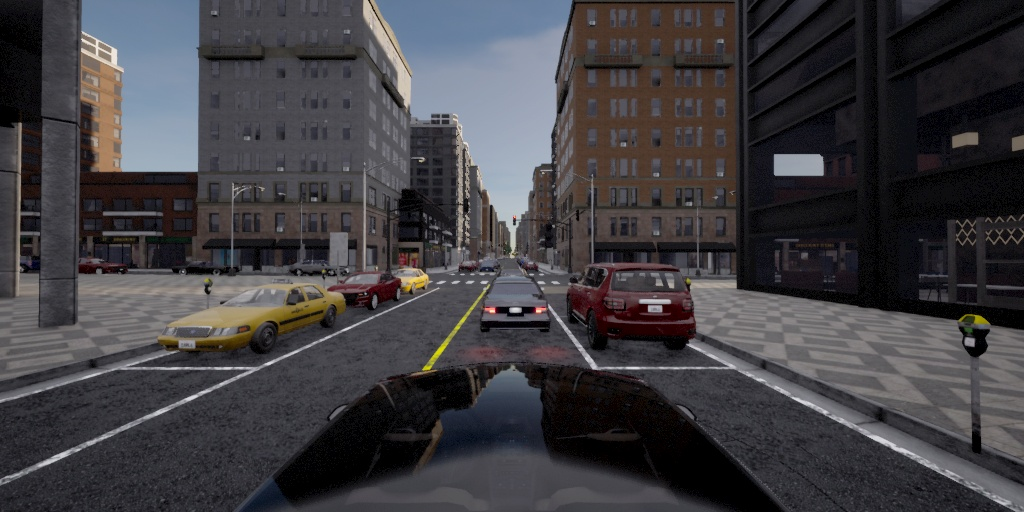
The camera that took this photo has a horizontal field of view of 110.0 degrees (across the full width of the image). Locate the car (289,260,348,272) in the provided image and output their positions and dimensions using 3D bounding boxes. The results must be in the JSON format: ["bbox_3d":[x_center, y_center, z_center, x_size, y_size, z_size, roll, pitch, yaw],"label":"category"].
[{"bbox_3d":[-16.843,1.092,31.449,4.902,1.511,2.128,1,-1,0],"label":"car"}]

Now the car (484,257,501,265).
[{"bbox_3d":[-3.234,1.328,56.613,1.994,1.385,4.181,0,0,0],"label":"car"}]

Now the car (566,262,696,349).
[{"bbox_3d":[2.649,1.066,9.064,2.192,1.841,5.009,0,0,0],"label":"car"}]

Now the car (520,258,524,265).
[{"bbox_3d":[2.526,1.344,53.005,1.802,1.307,4.207,0,0,0],"label":"car"}]

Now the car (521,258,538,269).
[{"bbox_3d":[2.542,1.342,47.332,1.802,1.307,4.207,0,0,0],"label":"car"}]

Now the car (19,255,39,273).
[{"bbox_3d":[-47.617,0.705,34.694,4.553,1.767,2.097,1,-1,1],"label":"car"}]

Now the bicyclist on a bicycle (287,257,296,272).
[{"bbox_3d":[-23.112,0.909,37.711,0.582,1.620,1.656,0,0,0],"label":"bicyclist on a bicycle"}]

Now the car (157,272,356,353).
[{"bbox_3d":[-5.877,1.277,8.879,1.751,1.417,4.829,0,0,0],"label":"car"}]

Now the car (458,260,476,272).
[{"bbox_3d":[-5.984,1.306,47.317,1.888,1.381,4.507,0,0,0],"label":"car"}]

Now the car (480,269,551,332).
[{"bbox_3d":[0.066,1.299,10.795,2.033,1.411,5.357,0,0,0],"label":"car"}]

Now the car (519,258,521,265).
[{"bbox_3d":[2.510,1.346,58.679,1.802,1.307,4.207,0,0,0],"label":"car"}]

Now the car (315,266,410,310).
[{"bbox_3d":[-5.893,1.298,14.673,1.888,1.381,4.507,0,0,0],"label":"car"}]

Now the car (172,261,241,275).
[{"bbox_3d":[-26.740,1.112,31.482,4.718,1.301,1.895,1,-1,0],"label":"car"}]

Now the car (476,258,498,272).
[{"bbox_3d":[-3.249,1.308,46.758,2.033,1.411,5.357,0,0,-4],"label":"car"}]

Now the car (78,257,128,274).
[{"bbox_3d":[-36.835,0.897,31.524,5.008,1.535,1.882,1,-1,0],"label":"car"}]

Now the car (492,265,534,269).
[{"bbox_3d":[0.018,1.355,20.522,1.895,1.301,4.718,0,0,0],"label":"car"}]

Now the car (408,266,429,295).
[{"bbox_3d":[-5.908,1.279,20.128,1.751,1.417,4.829,0,0,0],"label":"car"}]

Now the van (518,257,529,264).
[{"bbox_3d":[2.495,1.107,64.352,1.690,1.789,3.998,0,0,0],"label":"van"}]
